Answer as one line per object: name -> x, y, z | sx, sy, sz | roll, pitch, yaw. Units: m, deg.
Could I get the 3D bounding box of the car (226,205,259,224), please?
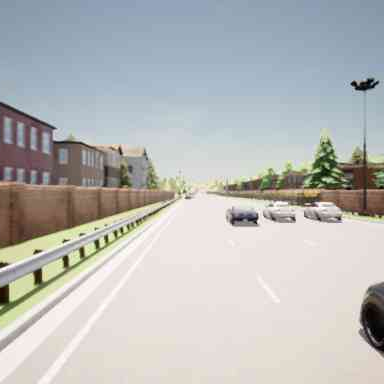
car -> 3.608, 1.617, 24.656 | 1.895, 1.301, 4.718 | 0, 0, 0

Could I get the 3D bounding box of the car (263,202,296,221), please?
car -> 7.096, 1.543, 27.261 | 1.812, 1.442, 4.674 | 0, 0, 0

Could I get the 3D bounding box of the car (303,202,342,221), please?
car -> 10.596, 1.543, 27.200 | 1.812, 1.442, 4.674 | 0, 0, 0

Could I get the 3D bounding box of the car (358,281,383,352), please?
car -> 3.594, 1.566, 3.518 | 1.994, 1.385, 4.181 | 0, 0, 0
